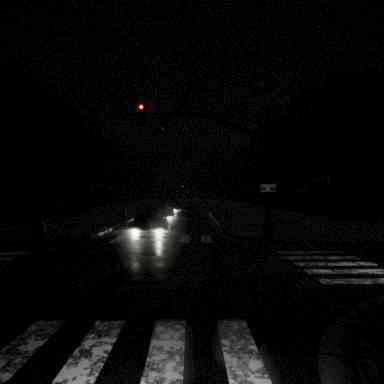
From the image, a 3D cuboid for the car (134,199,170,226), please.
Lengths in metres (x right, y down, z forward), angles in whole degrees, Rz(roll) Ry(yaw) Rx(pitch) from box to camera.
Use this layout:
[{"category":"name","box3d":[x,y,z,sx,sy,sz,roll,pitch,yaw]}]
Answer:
[{"category":"car","box3d":[-2.912,1.491,23.982,1.882,1.535,5.008,0,0,0]}]

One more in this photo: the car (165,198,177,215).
[{"category":"car","box3d":[-2.931,1.498,34.226,1.882,1.535,5.008,0,0,0]}]
